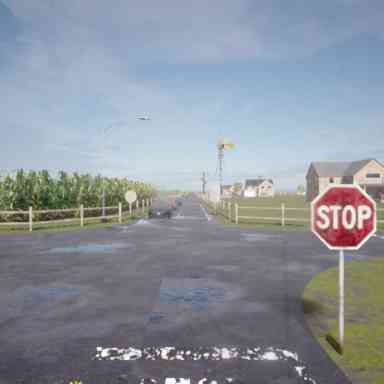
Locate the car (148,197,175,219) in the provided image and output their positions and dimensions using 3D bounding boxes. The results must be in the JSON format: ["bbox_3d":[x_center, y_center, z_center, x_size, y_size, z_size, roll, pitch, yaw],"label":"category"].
[{"bbox_3d":[-2.754,1.488,29.578,1.882,1.535,5.008,0,0,-1],"label":"car"}]

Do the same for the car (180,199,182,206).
[{"bbox_3d":[-2.708,1.599,55.171,1.994,1.385,4.181,0,0,0],"label":"car"}]

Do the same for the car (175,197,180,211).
[{"bbox_3d":[-2.759,1.546,41.129,1.812,1.442,4.674,0,0,0],"label":"car"}]
